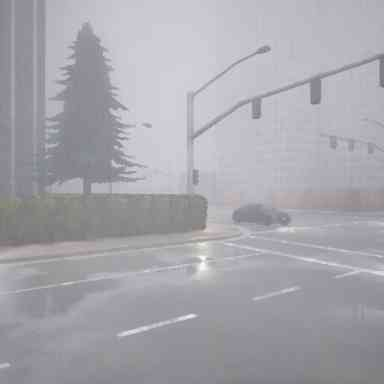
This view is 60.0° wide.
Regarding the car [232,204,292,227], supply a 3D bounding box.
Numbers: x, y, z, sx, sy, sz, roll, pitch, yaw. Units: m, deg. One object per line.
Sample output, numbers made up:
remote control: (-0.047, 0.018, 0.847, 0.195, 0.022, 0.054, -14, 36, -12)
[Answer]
car: (4.666, 1.494, 22.695, 1.994, 1.385, 4.181, 0, 0, -35)
